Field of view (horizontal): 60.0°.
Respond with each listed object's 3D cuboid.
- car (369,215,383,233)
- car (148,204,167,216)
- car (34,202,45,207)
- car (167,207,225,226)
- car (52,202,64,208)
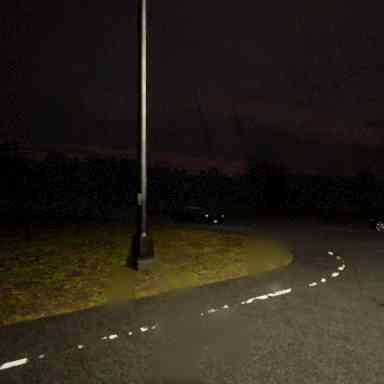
[{"bbox_3d":[12.980,1.714,19.402,2.128,1.511,4.902,3,-2,-36],"label":"car"},{"bbox_3d":[-4.751,2.347,43.945,1.812,1.442,4.674,3,-3,-36],"label":"car"},{"bbox_3d":[-39.265,3.187,85.719,2.033,1.411,5.357,3,-3,-35],"label":"car"},{"bbox_3d":[0.358,1.784,24.927,1.895,1.301,4.718,3,-3,-36],"label":"car"},{"bbox_3d":[-34.231,3.201,84.753,1.882,1.535,5.008,3,-3,-36],"label":"car"}]
